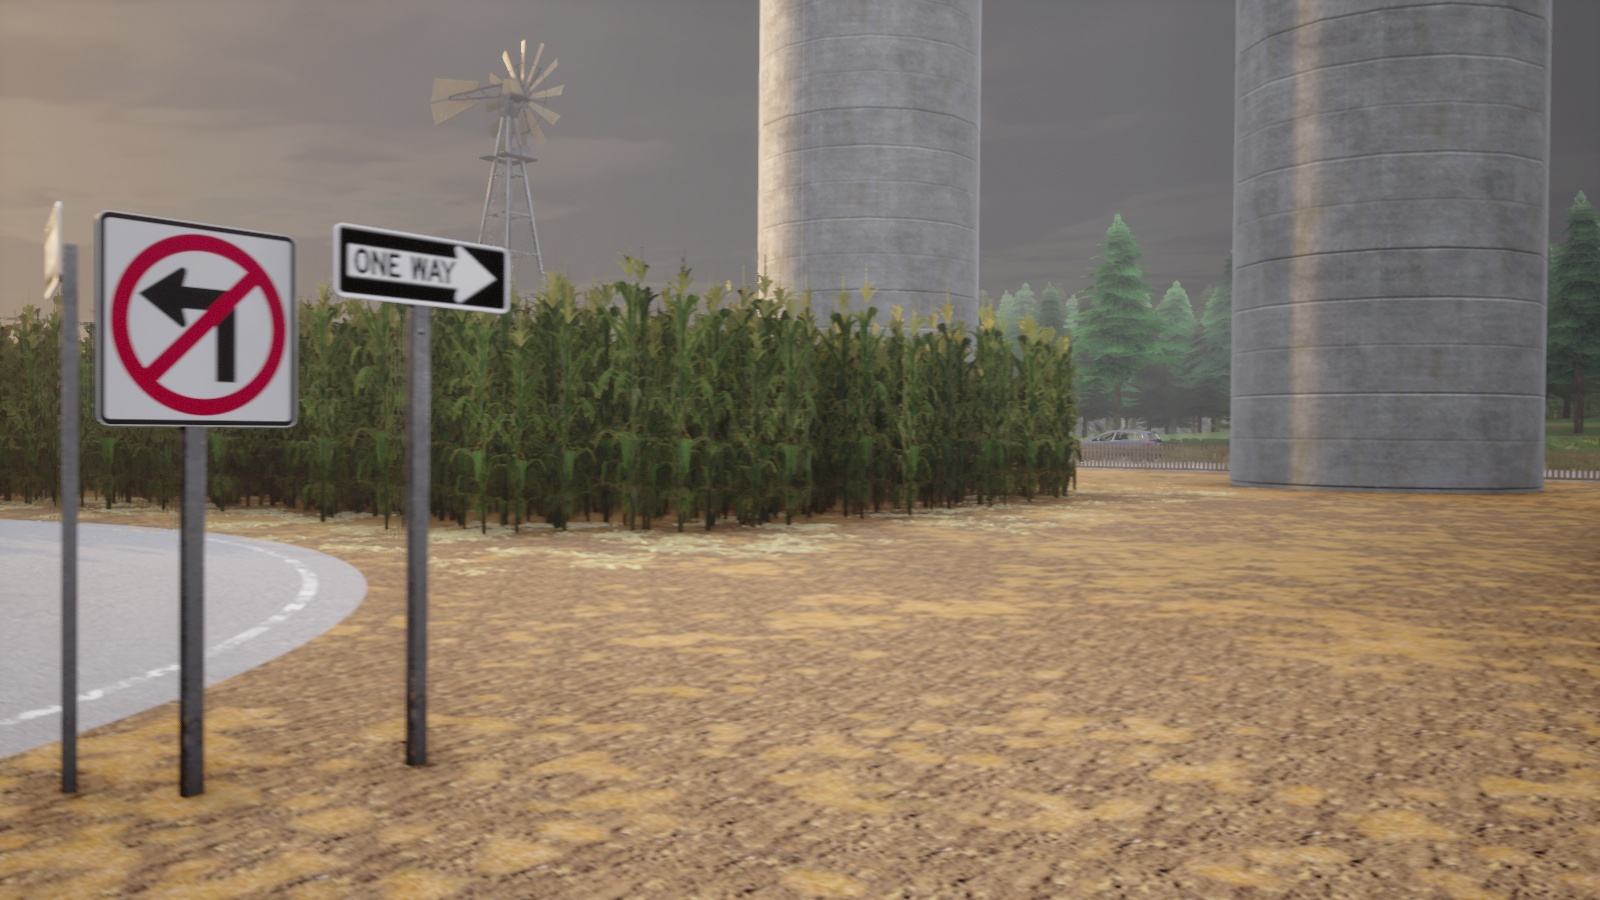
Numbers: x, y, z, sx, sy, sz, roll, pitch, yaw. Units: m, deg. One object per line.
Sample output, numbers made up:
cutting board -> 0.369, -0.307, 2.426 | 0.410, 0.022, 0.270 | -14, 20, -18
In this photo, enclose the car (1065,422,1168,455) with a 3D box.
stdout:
car -> 16.242, -0.592, 64.543 | 4.611, 1.667, 2.242 | 0, 1, 37
